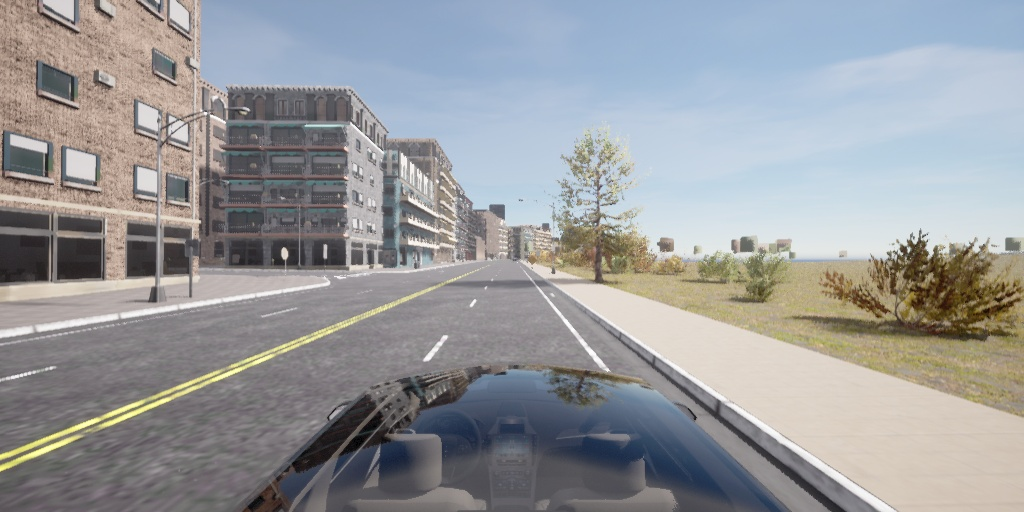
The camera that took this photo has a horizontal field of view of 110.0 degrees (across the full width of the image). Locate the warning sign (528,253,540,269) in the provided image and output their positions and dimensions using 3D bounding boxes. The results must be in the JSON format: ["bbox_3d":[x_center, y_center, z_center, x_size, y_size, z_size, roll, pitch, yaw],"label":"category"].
[{"bbox_3d":[2.850,0.865,50.265,1.300,1.860,1.060,0,0,0],"label":"warning sign"}]
